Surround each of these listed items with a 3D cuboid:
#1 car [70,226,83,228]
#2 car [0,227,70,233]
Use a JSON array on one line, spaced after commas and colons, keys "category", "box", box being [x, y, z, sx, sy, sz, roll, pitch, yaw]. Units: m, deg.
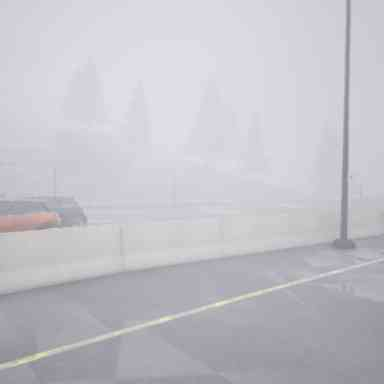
[{"category": "car", "box": [-7.375, 0.943, 15.636, 4.553, 1.767, 2.097, 0, 2, -37]}, {"category": "car", "box": [-6.968, 1.033, 11.499, 4.553, 1.767, 2.097, 0, 2, -38]}]
